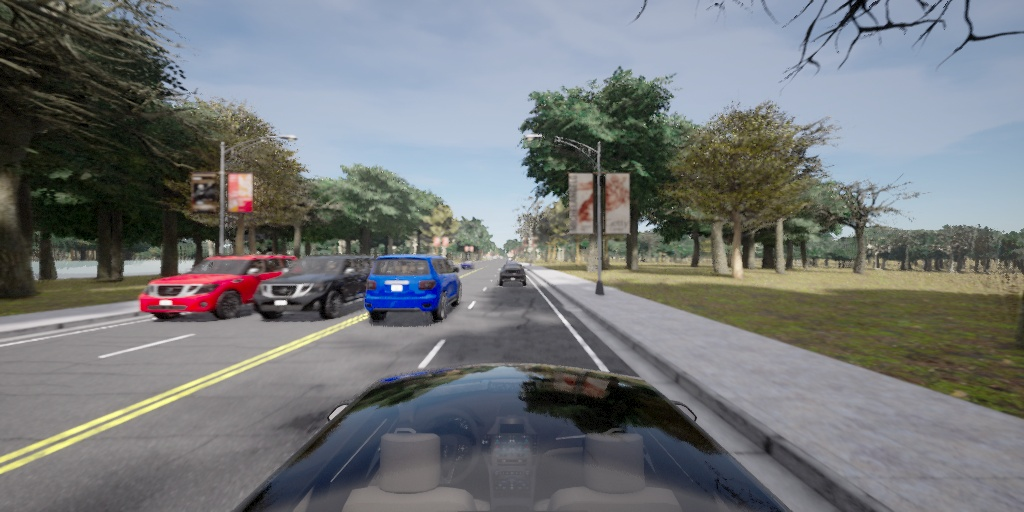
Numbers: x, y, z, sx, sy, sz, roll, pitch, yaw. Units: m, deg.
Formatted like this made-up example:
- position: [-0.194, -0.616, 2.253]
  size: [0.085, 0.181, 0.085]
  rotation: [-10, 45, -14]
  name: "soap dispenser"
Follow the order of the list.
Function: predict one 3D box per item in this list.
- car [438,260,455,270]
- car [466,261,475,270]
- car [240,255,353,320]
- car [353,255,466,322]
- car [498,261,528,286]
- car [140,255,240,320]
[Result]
- position: [-10.056, 1.358, 55.243]
  size: [1.837, 1.490, 4.892]
  rotation: [0, 0, 0]
  name: "car"
- position: [-6.802, 1.454, 54.858]
  size: [1.895, 1.301, 4.718]
  rotation: [0, 0, 0]
  name: "car"
- position: [-6.608, 0.978, 13.005]
  size: [2.150, 2.045, 5.566]
  rotation: [0, 0, 0]
  name: "car"
- position: [-3.157, 0.977, 12.497]
  size: [2.150, 2.045, 5.566]
  rotation: [0, 0, 0]
  name: "car"
- position: [0.053, 1.280, 25.862]
  size: [1.837, 1.490, 4.892]
  rotation: [0, 0, 0]
  name: "car"
- position: [-9.858, 0.978, 12.965]
  size: [2.150, 2.045, 5.566]
  rotation: [0, 0, 0]
  name: "car"
